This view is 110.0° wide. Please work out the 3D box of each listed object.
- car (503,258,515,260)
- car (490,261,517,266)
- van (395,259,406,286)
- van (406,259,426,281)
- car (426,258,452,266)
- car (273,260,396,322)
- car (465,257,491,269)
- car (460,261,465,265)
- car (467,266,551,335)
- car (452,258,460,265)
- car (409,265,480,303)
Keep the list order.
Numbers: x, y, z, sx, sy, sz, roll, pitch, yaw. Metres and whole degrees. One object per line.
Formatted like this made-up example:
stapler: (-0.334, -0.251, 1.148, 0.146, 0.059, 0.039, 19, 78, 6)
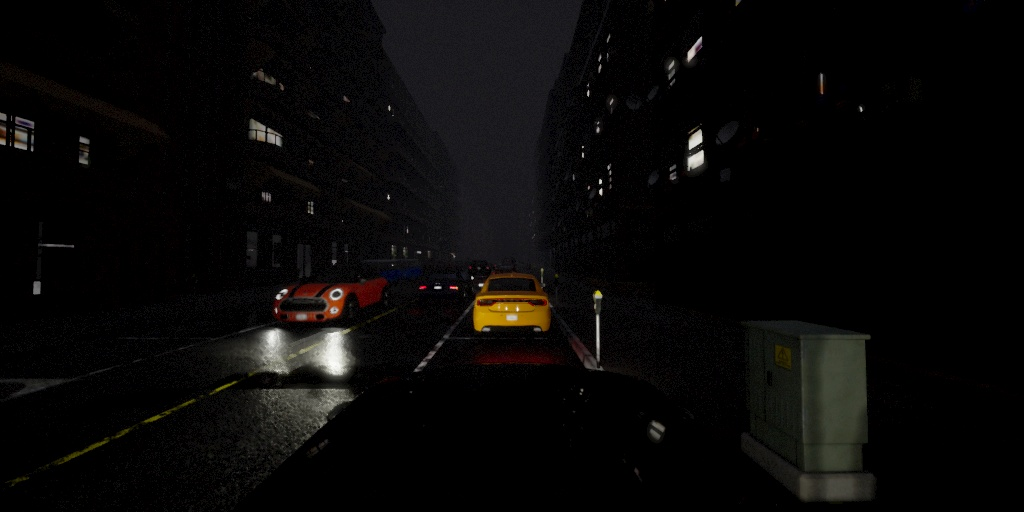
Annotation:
car: (-0.429, 1.240, 39.132, 1.967, 1.591, 4.097, 0, 0, 0)
car: (-0.441, 1.322, 28.071, 1.888, 1.381, 4.507, 0, 0, 0)
van: (-8.326, 1.108, 22.605, 1.690, 1.789, 3.998, 0, 0, 0)
van: (-8.324, 1.118, 28.136, 1.690, 1.789, 3.998, 0, 0, 0)
car: (-8.319, 1.115, 39.196, 2.192, 1.841, 5.009, 0, 0, 0)
car: (-5.865, 1.108, 12.242, 2.097, 1.767, 4.553, 0, 0, 0)
car: (-3.006, 1.142, 34.805, 2.097, 1.767, 4.553, 0, 0, 0)
car: (-8.312, 1.410, 55.788, 1.948, 1.339, 4.313, 0, 0, 0)
car: (-0.002, 1.233, 10.501, 1.882, 1.535, 5.008, 0, 0, 0)
car: (-8.316, 1.128, 44.726, 2.192, 1.841, 5.009, 0, 0, 0)
car: (-2.913, 1.308, 16.699, 2.033, 1.411, 5.357, 0, 0, 0)
